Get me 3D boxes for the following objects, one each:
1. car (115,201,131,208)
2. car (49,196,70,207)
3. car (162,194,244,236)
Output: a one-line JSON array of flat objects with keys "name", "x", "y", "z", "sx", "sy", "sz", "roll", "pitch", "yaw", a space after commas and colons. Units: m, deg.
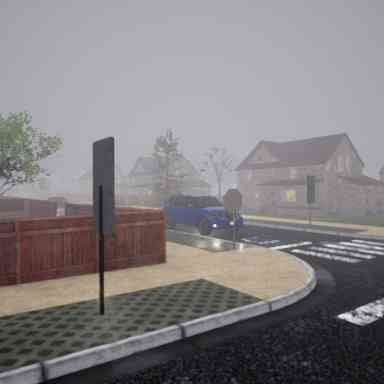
[{"name": "car", "x": -6.668, "y": 1.448, "z": 28.491, "sx": 1.994, "sy": 1.385, "sz": 4.181, "roll": 0, "pitch": 0, "yaw": -35}, {"name": "car", "x": -17.476, "y": 1.288, "z": 43.681, "sx": 1.882, "sy": 1.535, "sz": 5.008, "roll": 0, "pitch": 0, "yaw": -35}, {"name": "car", "x": 0.377, "y": 1.162, "z": 18.579, "sx": 2.150, "sy": 2.045, "sz": 5.566, "roll": 0, "pitch": 0, "yaw": -36}]
